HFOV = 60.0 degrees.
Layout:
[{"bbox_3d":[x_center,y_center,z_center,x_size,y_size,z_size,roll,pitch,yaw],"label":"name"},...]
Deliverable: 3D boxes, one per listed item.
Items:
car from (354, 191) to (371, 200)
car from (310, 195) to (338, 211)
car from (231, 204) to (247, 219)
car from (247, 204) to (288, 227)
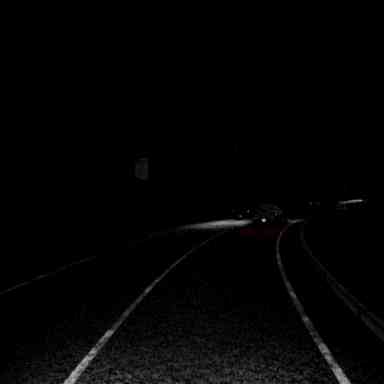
[{"bbox_3d":[31.700,0.607,61.731,2.128,1.511,4.902,-5,-1,43],"label":"car"},{"bbox_3d":[15.468,1.257,39.001,2.097,1.767,4.553,-4,-2,39],"label":"car"},{"bbox_3d":[5.261,1.773,30.564,1.895,1.301,4.718,-3,-1,30],"label":"car"},{"bbox_3d":[5.470,1.566,23.228,1.812,1.442,4.674,-2,-1,24],"label":"car"}]
